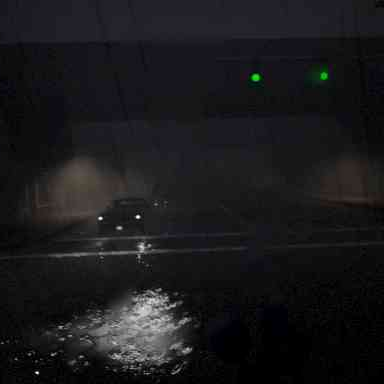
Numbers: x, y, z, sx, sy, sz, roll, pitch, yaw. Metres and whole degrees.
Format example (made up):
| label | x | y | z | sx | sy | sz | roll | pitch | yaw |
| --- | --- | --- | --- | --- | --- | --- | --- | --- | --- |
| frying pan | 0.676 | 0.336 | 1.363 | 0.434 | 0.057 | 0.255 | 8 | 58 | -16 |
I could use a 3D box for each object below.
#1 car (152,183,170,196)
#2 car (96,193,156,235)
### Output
| label | x | y | z | sx | sy | sz | roll | pitch | yaw |
| --- | --- | --- | --- | --- | --- | --- | --- | --- | --- |
| car | -3.752 | -0.335 | 40.563 | 2.128 | 1.511 | 4.902 | -2 | 3 | -2 |
| car | -2.878 | 0.972 | 14.964 | 1.895 | 1.301 | 4.718 | -2 | 3 | -2 |
